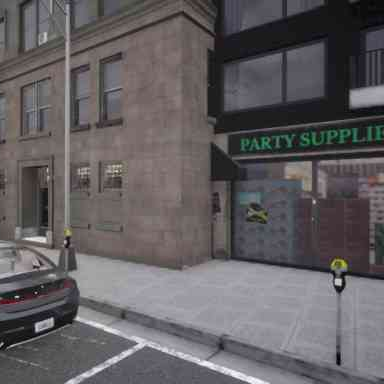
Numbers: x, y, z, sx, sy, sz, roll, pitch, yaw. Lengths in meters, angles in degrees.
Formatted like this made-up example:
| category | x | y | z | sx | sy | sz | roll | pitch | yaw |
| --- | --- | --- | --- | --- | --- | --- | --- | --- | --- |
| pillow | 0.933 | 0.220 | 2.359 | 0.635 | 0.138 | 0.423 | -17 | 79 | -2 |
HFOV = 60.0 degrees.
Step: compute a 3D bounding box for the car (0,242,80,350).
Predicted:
| category | x | y | z | sx | sy | sz | roll | pitch | yaw |
| --- | --- | --- | --- | --- | --- | --- | --- | --- | --- |
| car | -3.762 | 1.550 | 5.726 | 4.403 | 1.369 | 2.008 | 0 | 0 | 35 |
